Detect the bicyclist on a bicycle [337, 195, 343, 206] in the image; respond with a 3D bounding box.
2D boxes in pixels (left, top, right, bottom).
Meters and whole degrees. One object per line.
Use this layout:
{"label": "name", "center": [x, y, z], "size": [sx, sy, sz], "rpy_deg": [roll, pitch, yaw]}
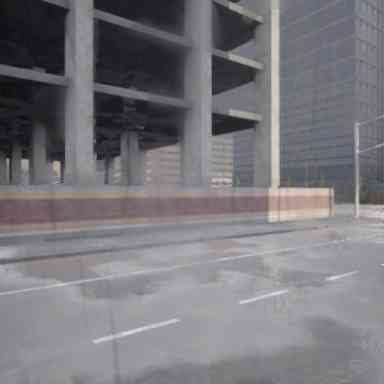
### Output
{"label": "bicyclist on a bicycle", "center": [22.449, 1.250, 50.453], "size": [1.656, 1.620, 0.582], "rpy_deg": [0, 0, -36]}
